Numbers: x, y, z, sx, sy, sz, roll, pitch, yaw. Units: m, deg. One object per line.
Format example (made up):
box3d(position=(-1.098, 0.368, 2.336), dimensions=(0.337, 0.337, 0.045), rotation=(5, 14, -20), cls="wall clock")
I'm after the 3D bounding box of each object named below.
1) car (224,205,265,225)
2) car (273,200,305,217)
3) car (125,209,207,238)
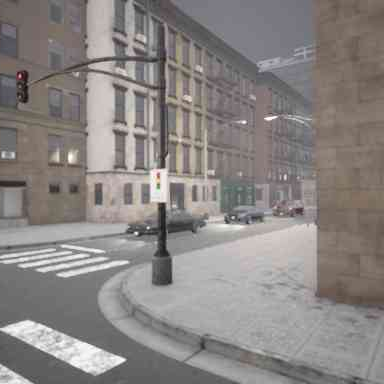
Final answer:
box3d(position=(4.210, 1.756, 26.381), dimensions=(1.994, 1.385, 4.181), rotation=(0, -1, 36), cls="car")
box3d(position=(10.115, 1.598, 34.674), dimensions=(2.097, 1.767, 4.553), rotation=(0, -1, 35), cls="car")
box3d(position=(-1.234, 1.690, 18.733), dimensions=(2.033, 1.411, 5.357), rotation=(0, -1, 35), cls="car")
